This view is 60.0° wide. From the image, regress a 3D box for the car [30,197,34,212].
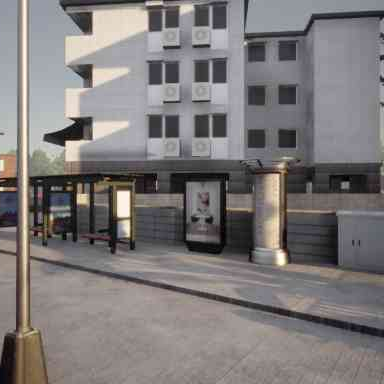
[{"bbox_3d":[-16.871,1.352,34.256,2.097,1.767,4.553,0,0,36],"label":"car"}]
